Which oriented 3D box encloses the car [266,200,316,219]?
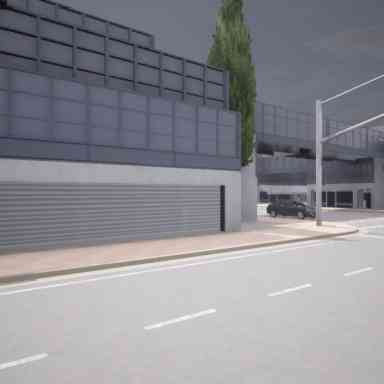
[{"bbox_3d":[8.723,1.505,28.929,1.837,1.490,4.892,0,0,-37],"label":"car"}]

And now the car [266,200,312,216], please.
[{"bbox_3d":[9.691,1.564,33.481,1.994,1.385,4.181,0,0,-37],"label":"car"}]
